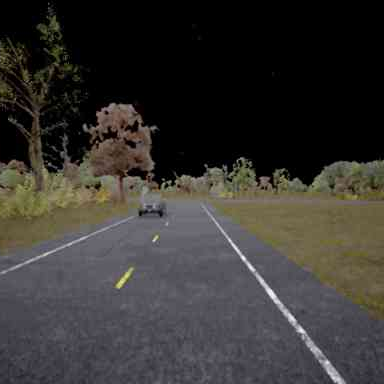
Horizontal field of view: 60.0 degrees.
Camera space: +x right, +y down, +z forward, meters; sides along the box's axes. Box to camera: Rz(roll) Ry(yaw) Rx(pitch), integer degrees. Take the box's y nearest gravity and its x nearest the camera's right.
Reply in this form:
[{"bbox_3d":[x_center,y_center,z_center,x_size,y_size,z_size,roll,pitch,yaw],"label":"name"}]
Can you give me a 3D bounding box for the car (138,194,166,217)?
[{"bbox_3d":[-3.602,1.202,30.887,2.150,2.045,5.566,0,0,0],"label":"car"}]
